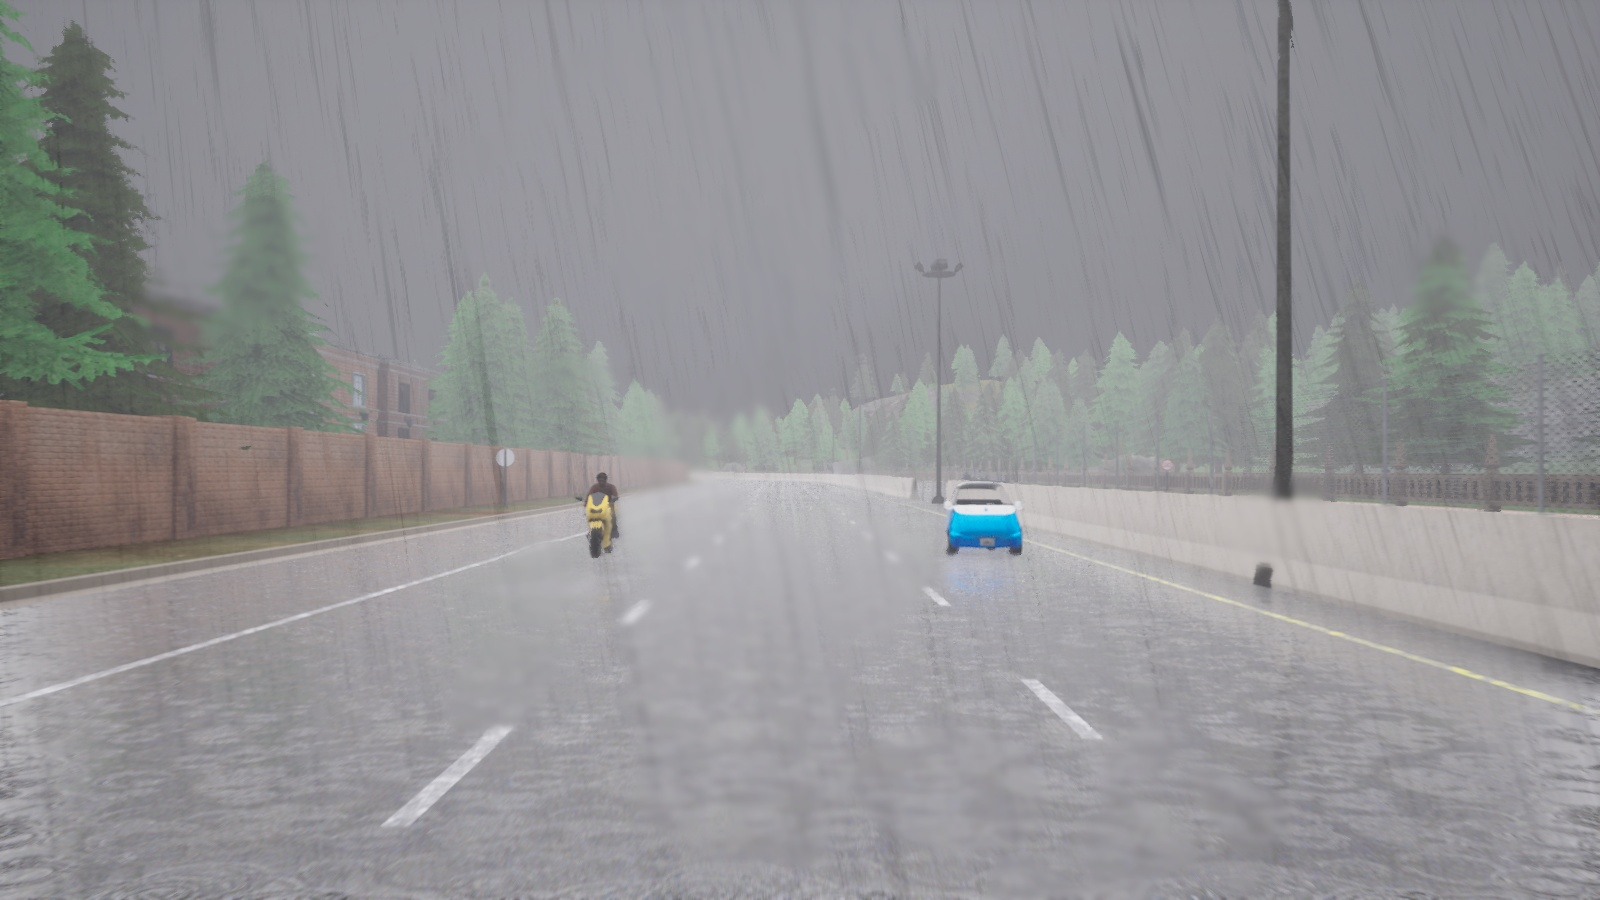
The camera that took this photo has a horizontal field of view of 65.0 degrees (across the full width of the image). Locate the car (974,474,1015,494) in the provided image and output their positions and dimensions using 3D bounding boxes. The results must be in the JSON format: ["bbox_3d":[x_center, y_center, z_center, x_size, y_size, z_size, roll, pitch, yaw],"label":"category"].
[{"bbox_3d":[12.980,2.272,84.180,1.895,1.301,4.718,0,-1,-1],"label":"car"}]

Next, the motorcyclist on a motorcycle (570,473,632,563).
[{"bbox_3d":[-3.555,1.190,22.643,0.797,1.523,2.044,0,-1,0],"label":"motorcyclist on a motorcycle"}]

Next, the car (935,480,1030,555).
[{"bbox_3d":[3.442,1.258,24.024,1.481,1.376,2.207,0,-1,0],"label":"car"}]
